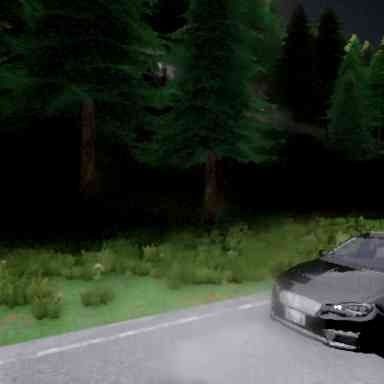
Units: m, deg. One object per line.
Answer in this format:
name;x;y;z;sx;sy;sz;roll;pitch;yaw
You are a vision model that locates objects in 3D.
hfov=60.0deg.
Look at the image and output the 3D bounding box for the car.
car;3.596;1.501;5.900;4.902;1.511;2.128;0;0;-29
